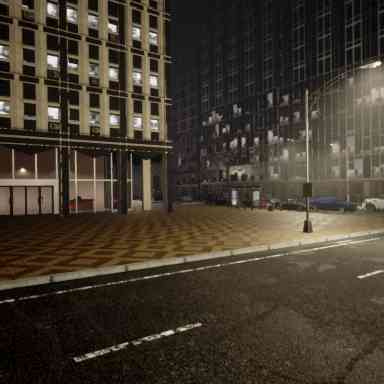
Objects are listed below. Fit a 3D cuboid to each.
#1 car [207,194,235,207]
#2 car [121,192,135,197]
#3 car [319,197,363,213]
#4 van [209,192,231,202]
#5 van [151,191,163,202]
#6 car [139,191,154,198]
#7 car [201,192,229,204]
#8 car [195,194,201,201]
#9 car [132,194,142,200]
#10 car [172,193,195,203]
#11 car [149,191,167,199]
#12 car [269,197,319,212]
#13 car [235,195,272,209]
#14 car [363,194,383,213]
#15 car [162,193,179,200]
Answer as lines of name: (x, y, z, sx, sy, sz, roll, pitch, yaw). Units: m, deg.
car: (4.395, 1.319, 44.716, 1.947, 1.339, 4.313, 0, 1, -35)
car: (-17.676, 0.688, 91.622, 2.008, 1.369, 4.403, 0, 1, -35)
car: (14.577, 1.317, 34.577, 1.882, 1.535, 5.008, -1, 1, -35)
van: (4.893, 0.855, 58.855, 1.690, 1.788, 3.998, 0, 1, -35)
van: (-5.232, 0.937, 58.784, 1.690, 1.788, 3.998, 0, 1, -35)
car: (-11.228, 0.685, 82.259, 1.967, 1.590, 4.097, 0, 1, -35)
car: (3.878, 1.020, 50.124, 2.097, 1.767, 4.553, -1, 1, -34)
car: (1.669, 1.043, 63.539, 1.802, 1.307, 4.206, 0, 1, -35)
car: (-11.681, 1.039, 68.147, 2.008, 1.369, 4.403, 0, 1, -35)
car: (-1.924, 1.098, 58.629, 1.812, 1.442, 4.674, -1, 1, -34)
car: (-8.004, 0.614, 77.578, 2.192, 1.841, 5.009, 0, 1, -35)
car: (10.781, 1.424, 35.310, 1.947, 1.339, 4.313, 0, 1, -35)
car: (7.571, 1.388, 40.003, 1.802, 1.307, 4.206, 0, 1, -35)
car: (19.795, 1.050, 32.638, 2.150, 2.045, 5.566, -1, 1, -35)
car: (-4.779, 0.935, 72.901, 1.802, 1.307, 4.206, 0, 1, -35)
